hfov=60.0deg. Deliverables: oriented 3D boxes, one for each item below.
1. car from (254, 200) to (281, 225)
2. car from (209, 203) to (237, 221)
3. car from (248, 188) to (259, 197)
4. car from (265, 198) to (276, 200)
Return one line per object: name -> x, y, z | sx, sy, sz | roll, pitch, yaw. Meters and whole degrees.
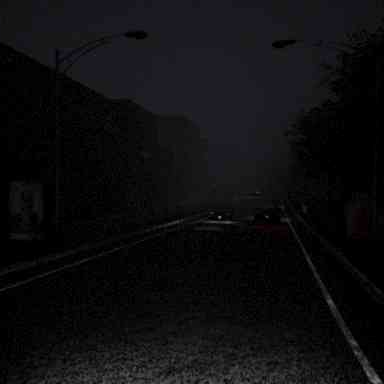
car -> 5.896, 1.625, 25.927 | 1.882, 1.535, 5.008 | 1, 0, 14
car -> 2.827, 1.643, 28.924 | 2.033, 1.411, 5.357 | 1, 0, 14
car -> 12.634, -0.021, 67.926 | 2.097, 1.767, 4.553 | 1, 4, 14
car -> 10.014, 1.522, 42.520 | 2.033, 1.411, 5.357 | 1, 2, 14
